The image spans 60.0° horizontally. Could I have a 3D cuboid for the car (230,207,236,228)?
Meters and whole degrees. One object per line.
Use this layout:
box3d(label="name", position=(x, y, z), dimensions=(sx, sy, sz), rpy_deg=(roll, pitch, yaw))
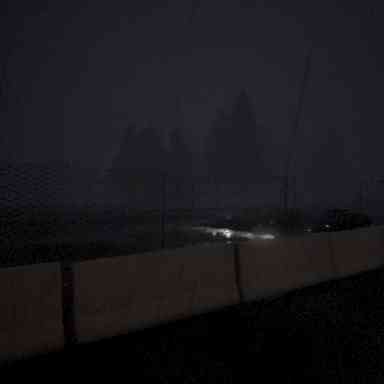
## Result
box3d(label="car", position=(3.717, 1.676, 23.718), dimensions=(4.674, 1.442, 1.812), rpy_deg=(1, 0, -35))

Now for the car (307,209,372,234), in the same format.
box3d(label="car", position=(7.897, 1.678, 18.100), dimensions=(4.902, 1.511, 2.128), rpy_deg=(1, 0, -35))
